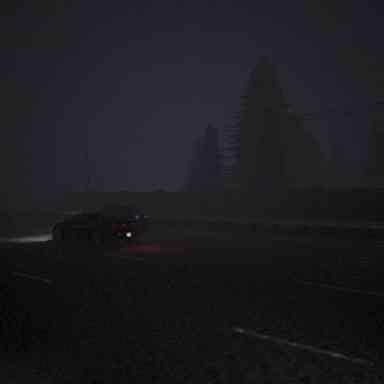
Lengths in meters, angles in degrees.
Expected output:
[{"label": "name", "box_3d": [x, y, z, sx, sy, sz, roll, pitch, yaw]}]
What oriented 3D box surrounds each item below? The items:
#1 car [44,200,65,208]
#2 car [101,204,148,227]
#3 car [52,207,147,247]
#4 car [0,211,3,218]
[{"label": "car", "box_3d": [-23.309, 2.099, 58.087, 4.674, 1.442, 1.812, 0, 0, -27]}, {"label": "car", "box_3d": [-4.896, 1.523, 20.380, 4.553, 1.767, 2.097, -1, 0, 35]}, {"label": "car", "box_3d": [-4.737, 1.646, 15.967, 4.892, 1.490, 1.837, -1, -1, 36]}, {"label": "car", "box_3d": [-19.516, 1.968, 30.813, 4.718, 1.301, 1.895, -1, 0, 36]}]
